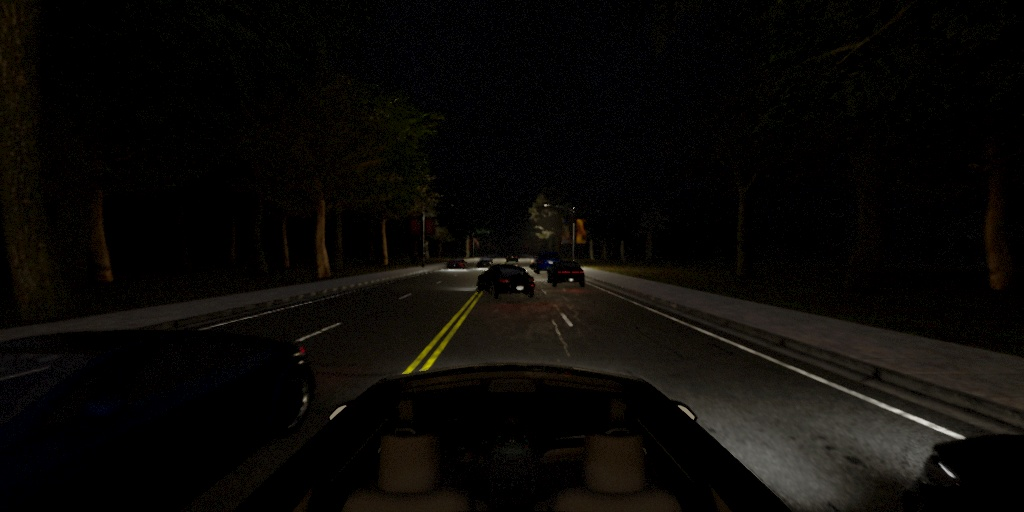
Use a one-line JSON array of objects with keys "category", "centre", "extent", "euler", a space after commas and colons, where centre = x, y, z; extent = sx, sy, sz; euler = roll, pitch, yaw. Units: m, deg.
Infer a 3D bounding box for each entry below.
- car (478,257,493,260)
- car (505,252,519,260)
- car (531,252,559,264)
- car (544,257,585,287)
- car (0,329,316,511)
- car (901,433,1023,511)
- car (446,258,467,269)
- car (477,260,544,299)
[{"category": "car", "centre": [-3.312, 0.852, 45.387], "extent": [1.994, 1.385, 4.181], "euler": [0, 0, 0]}, {"category": "car", "centre": [0.037, 0.336, 63.217], "extent": [2.150, 2.045, 5.566], "euler": [0, 1, 0]}, {"category": "car", "centre": [3.259, 0.634, 33.168], "extent": [2.150, 2.045, 5.566], "euler": [0, 1, 0]}, {"category": "car", "centre": [3.257, 1.035, 22.142], "extent": [1.837, 1.490, 4.892], "euler": [0, 1, 0]}, {"category": "car", "centre": [-3.347, 1.305, 2.590], "extent": [1.994, 1.385, 4.181], "euler": [0, 1, 0]}, {"category": "car", "centre": [3.250, 1.293, 0.143], "extent": [1.812, 1.442, 4.674], "euler": [0, 1, 0]}, {"category": "car", "centre": [-6.562, 0.877, 42.986], "extent": [1.994, 1.385, 4.181], "euler": [0, 0, 0]}, {"category": "car", "centre": [-0.337, 1.113, 16.868], "extent": [1.812, 1.442, 4.674], "euler": [-1, 1, -17]}]
